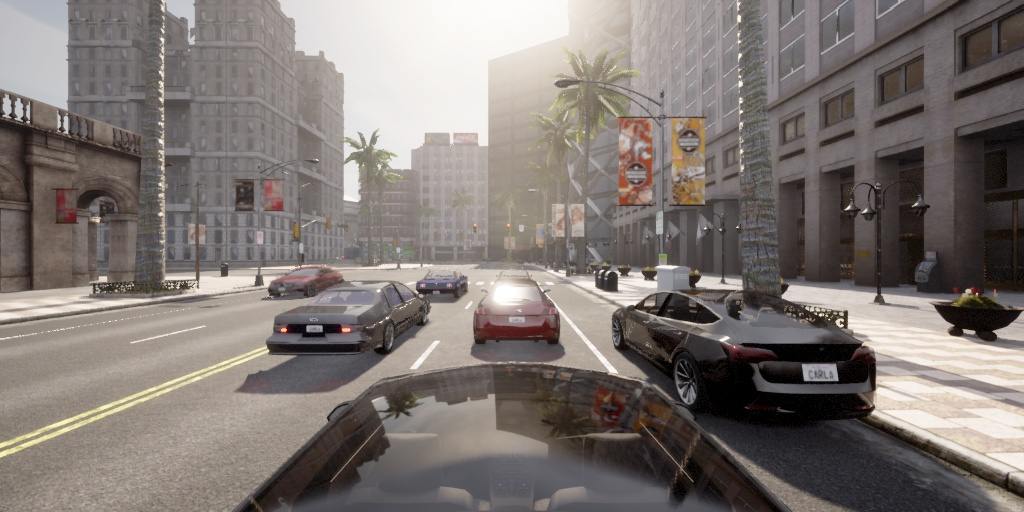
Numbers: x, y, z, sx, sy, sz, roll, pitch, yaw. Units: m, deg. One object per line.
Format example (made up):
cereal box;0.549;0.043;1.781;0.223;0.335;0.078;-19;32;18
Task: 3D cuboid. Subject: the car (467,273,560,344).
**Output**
car;0.103;1.314;9.568;1.994;1.385;4.181;0;0;0

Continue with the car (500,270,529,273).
car;0.105;1.351;18.376;1.895;1.301;4.718;0;0;0

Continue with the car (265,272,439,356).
car;-3.400;1.297;8.686;2.033;1.411;5.357;0;0;0

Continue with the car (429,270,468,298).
car;-3.396;1.351;18.335;1.895;1.301;4.718;0;0;0

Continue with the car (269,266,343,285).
car;-10.512;1.275;18.727;1.812;1.442;4.674;0;0;0
